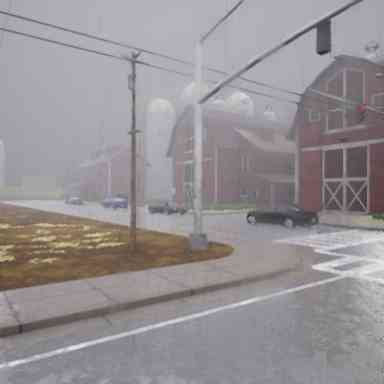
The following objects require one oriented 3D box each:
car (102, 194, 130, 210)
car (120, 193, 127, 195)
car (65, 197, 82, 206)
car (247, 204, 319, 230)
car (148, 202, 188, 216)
[{"bbox_3d":[-9.997,1.465,42.958,1.882,1.535,5.008,0,1,-37],"label":"car"},{"bbox_3d":[-11.717,1.172,52.120,3.866,1.878,1.905,-2,5,11],"label":"car"},{"bbox_3d":[-20.093,1.542,56.589,1.812,1.442,4.674,0,0,-37],"label":"car"},{"bbox_3d":[5.760,1.492,21.706,1.882,1.535,5.008,0,0,-36],"label":"car"},{"bbox_3d":[-2.445,1.618,32.777,1.895,1.301,4.718,0,0,-36],"label":"car"}]
